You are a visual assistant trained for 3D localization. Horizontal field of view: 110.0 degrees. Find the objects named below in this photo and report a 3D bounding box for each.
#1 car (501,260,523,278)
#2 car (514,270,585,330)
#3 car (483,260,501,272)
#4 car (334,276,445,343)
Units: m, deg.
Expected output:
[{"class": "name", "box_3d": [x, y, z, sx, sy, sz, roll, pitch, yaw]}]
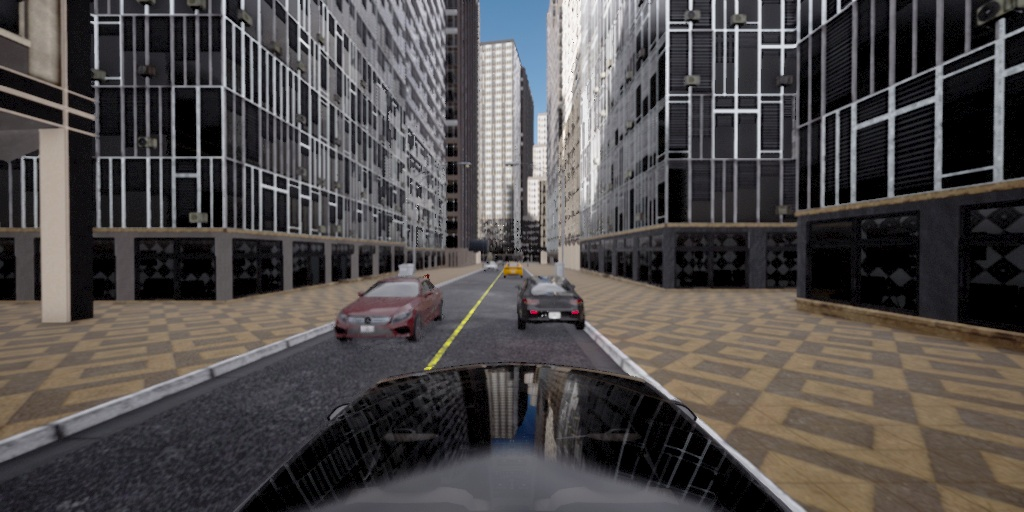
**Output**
[{"class": "car", "box_3d": [0.139, 1.393, 37.232, 1.882, 1.535, 5.008, 0, 0, 1]}, {"class": "car", "box_3d": [1.069, 1.318, 11.221, 1.812, 1.442, 4.674, 0, 0, 0]}, {"class": "car", "box_3d": [-2.988, 1.514, 51.414, 1.812, 1.442, 4.674, 0, 0, 0]}, {"class": "car", "box_3d": [-3.083, 1.311, 9.981, 1.812, 1.442, 4.674, 0, 0, 0]}]
